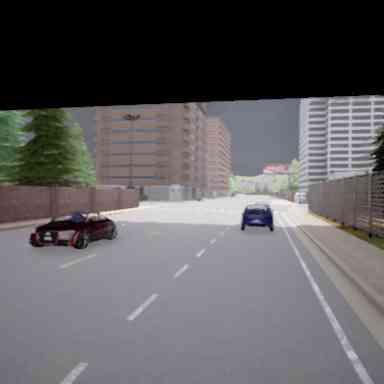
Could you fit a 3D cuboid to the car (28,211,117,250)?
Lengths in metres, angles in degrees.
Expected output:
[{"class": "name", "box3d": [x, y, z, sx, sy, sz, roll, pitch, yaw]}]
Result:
[{"class": "car", "box3d": [-4.783, 1.492, 13.950, 1.994, 1.385, 4.181, 1, 0, 12]}]

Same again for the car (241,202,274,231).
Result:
[{"class": "car", "box3d": [4.183, 1.525, 21.233, 1.882, 1.535, 5.008, 1, -1, 12]}]

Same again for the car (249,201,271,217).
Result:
[{"class": "car", "box3d": [6.777, 1.641, 33.120, 1.994, 1.385, 4.181, 1, 0, 12]}]
